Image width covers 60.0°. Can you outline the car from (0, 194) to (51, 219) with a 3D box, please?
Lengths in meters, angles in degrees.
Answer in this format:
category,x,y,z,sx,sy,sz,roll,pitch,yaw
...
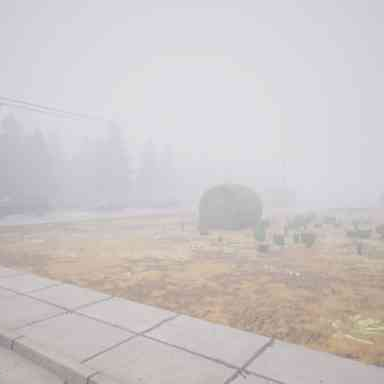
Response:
category,x,y,z,sx,sy,sz,roll,pitch,yaw
car,-15.500,1.239,29.703,2.150,2.045,5.566,0,0,36

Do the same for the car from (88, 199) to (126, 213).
category,x,y,z,sx,sy,sz,roll,pitch,yaw
car,-9.552,1.543,37.751,1.812,1.442,4.674,0,0,37

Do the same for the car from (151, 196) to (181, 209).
category,x,y,z,sx,sy,sz,roll,pitch,yaw
car,-3.586,1.369,45.828,2.097,1.767,4.553,0,0,37
